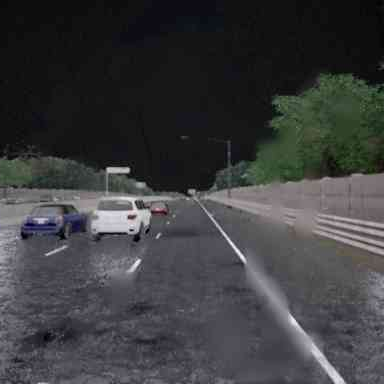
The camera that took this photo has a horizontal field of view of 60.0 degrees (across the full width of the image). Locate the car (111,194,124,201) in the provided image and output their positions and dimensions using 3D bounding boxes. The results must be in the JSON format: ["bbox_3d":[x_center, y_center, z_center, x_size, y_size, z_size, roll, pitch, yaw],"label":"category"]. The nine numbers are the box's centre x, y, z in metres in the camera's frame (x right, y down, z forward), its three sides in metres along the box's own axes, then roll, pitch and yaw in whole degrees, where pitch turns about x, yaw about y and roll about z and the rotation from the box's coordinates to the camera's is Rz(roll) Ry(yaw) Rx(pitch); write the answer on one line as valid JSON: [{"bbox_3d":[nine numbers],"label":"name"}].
[{"bbox_3d":[-17.496,1.345,78.474,1.882,1.535,5.008,0,0,0],"label":"car"}]

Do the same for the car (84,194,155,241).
[{"bbox_3d":[-3.398,1.260,16.906,2.150,2.045,5.566,0,0,0],"label":"car"}]

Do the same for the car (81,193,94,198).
[{"bbox_3d":[-24.496,1.233,78.838,2.150,2.045,5.566,0,0,0],"label":"car"}]

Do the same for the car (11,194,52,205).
[{"bbox_3d":[-17.587,1.302,37.617,2.150,2.045,5.566,0,0,0],"label":"car"}]

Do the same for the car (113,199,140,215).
[{"bbox_3d":[-6.898,1.554,35.382,1.882,1.535,5.008,0,0,0],"label":"car"}]

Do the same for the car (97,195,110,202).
[{"bbox_3d":[-20.996,1.508,78.866,1.837,1.490,4.892,0,0,0],"label":"car"}]

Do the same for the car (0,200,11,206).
[{"bbox_3d":[-21.087,1.627,37.078,2.033,1.411,5.357,0,0,0],"label":"car"}]

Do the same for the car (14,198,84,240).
[{"bbox_3d":[-6.899,1.392,17.319,2.097,1.767,4.553,0,0,0],"label":"car"}]

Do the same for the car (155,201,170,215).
[{"bbox_3d":[-3.398,1.638,34.546,1.994,1.385,4.181,0,0,0],"label":"car"}]
